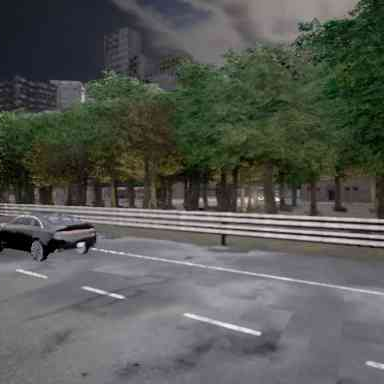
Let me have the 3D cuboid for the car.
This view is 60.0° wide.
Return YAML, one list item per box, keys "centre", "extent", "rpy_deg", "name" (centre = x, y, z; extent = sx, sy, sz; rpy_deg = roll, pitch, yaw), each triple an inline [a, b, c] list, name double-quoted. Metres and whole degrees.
- centre: [-5.551, 1.496, 12.135]
  extent: [4.902, 1.511, 2.128]
  rpy_deg: [0, 0, 36]
  name: "car"
